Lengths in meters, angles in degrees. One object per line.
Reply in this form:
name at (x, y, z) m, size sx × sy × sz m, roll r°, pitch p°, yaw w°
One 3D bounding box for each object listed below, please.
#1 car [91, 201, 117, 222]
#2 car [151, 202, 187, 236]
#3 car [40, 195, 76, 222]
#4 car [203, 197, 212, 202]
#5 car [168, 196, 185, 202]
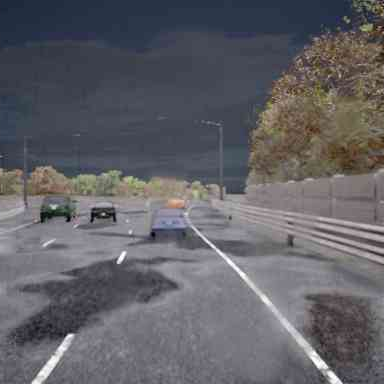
car at (-7.051, 1.474, 26.675) m, size 1.882 × 1.535 × 5.008 m, roll 0°, pitch 0°, yaw -14°
car at (-1.308, 1.525, 18.442) m, size 2.033 × 1.411 × 5.357 m, roll 0°, pitch 0°, yaw -5°
car at (-10.565, 1.239, 26.455) m, size 2.150 × 2.045 × 5.566 m, roll 0°, pitch 0°, yaw -14°
car at (4.242, 2.077, 89.991) m, size 1.994 × 1.385 × 4.181 m, roll 0°, pitch -3°, yaw 10°
car at (-1.946, 1.295, 41.826) m, size 2.097 × 1.767 × 4.553 m, roll 0°, pitch 0°, yaw 2°
